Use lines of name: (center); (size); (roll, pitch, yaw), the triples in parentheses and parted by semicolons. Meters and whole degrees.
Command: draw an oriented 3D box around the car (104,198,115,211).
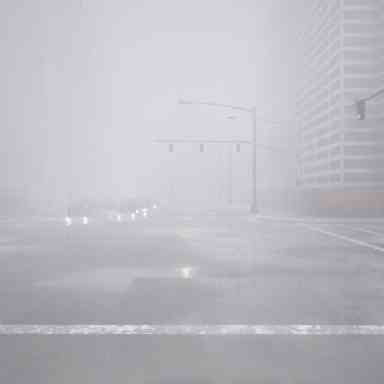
car: (-10.537, 1.478, 41.884); (1.882, 1.535, 5.008); (0, 0, 0)

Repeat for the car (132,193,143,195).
car: (-10.413, 1.478, 67.640); (1.882, 1.535, 5.008); (0, 0, 0)

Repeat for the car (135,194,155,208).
car: (-7.027, 1.491, 48.218); (2.128, 1.511, 4.902); (0, 0, 0)

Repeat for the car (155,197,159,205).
car: (-6.995, 1.601, 58.542); (1.895, 1.301, 4.718); (0, 0, 0)

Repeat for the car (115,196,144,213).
car: (-7.045, 1.505, 37.868); (1.837, 1.490, 4.892); (0, 0, 0)

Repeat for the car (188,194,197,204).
car: (0.093, 1.547, 64.122); (2.033, 1.411, 5.357); (0, 0, 0)

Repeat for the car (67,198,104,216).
car: (-10.590, 1.352, 32.752); (2.097, 1.767, 4.553); (0, 0, 1)

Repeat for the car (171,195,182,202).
car: (-3.392, 1.354, 74.412); (2.128, 1.511, 4.902); (0, 0, 0)

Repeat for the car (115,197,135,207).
car: (-10.520, 1.547, 52.521); (2.033, 1.411, 5.357); (0, 0, 0)

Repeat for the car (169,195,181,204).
car: (-3.407, 1.491, 64.127); (2.128, 1.511, 4.902); (0, 0, 0)
